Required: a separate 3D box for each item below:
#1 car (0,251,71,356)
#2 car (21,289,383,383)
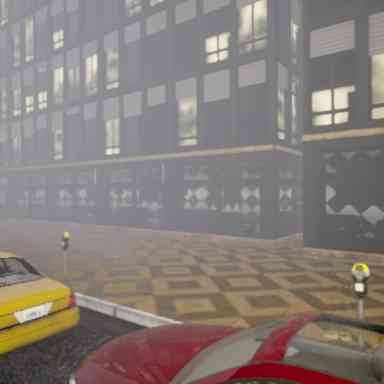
[{"bbox_3d":[-3.942,1.554,5.687,4.829,1.417,1.752,0,0,36],"label":"car"},{"bbox_3d":[0.834,1.584,2.279,4.206,1.307,1.802,0,0,36],"label":"car"}]
